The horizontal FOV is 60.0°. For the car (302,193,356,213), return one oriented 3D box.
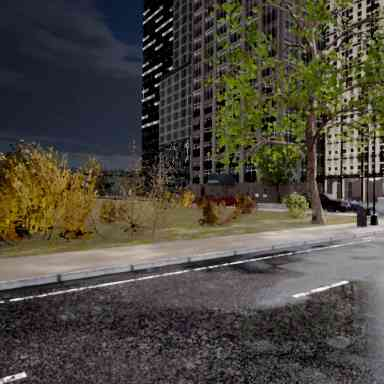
[{"bbox_3d":[13.885,1.123,35.448,2.150,2.045,5.566,1,-1,-34],"label":"car"}]

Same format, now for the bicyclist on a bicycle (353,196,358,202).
[{"bbox_3d":[23.111,1.398,47.018,1.656,1.620,0.582,1,0,-34],"label":"bicyclist on a bicycle"}]

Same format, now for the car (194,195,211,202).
[{"bbox_3d":[2.739,1.305,64.009,2.097,1.767,4.553,1,0,-33],"label":"car"}]

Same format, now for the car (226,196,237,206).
[{"bbox_3d":[5.795,1.358,47.514,1.882,1.535,5.008,1,0,-34],"label":"car"}]

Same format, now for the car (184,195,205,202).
[{"bbox_3d":[0.528,1.395,73.053,2.033,1.411,5.357,1,0,-34],"label":"car"}]

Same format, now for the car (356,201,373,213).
[{"bbox_3d":[17.046,1.496,36.623,2.033,1.411,5.357,1,0,-31],"label":"car"}]

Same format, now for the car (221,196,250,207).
[{"bbox_3d":[6.733,1.448,51.956,1.812,1.442,4.674,1,0,-34],"label":"car"}]
